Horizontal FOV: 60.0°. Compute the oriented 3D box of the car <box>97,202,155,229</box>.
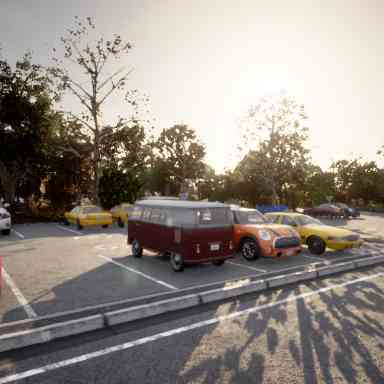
[{"bbox_3d":[-4.751,1.529,23.196,1.946,1.575,5.366,1,-1,-36],"label":"car"}]

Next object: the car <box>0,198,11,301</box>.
[{"bbox_3d":[-5.603,1.198,7.266,2.435,2.045,5.566,0,0,-36],"label":"car"}]

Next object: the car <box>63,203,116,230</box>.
[{"bbox_3d":[-6.911,1.498,21.642,1.946,1.575,5.366,1,0,-36],"label":"car"}]

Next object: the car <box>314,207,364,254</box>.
[{"bbox_3d":[4.374,1.558,14.193,1.946,1.575,5.366,1,-1,-36],"label":"car"}]

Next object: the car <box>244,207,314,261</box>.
[{"bbox_3d":[1.881,1.395,12.665,2.185,1.767,4.553,1,-1,-36],"label":"car"}]

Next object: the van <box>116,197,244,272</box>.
[{"bbox_3d":[-0.632,1.265,10.960,1.878,1.987,4.442,1,0,-36],"label":"van"}]

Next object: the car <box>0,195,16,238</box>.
[{"bbox_3d":[-11.424,1.205,18.130,2.435,2.045,5.566,0,0,-36],"label":"car"}]

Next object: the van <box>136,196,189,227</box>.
[{"bbox_3d":[-2.304,1.345,24.585,1.878,1.987,4.442,1,-1,-36],"label":"van"}]

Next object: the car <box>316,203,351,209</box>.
[{"bbox_3d":[14.513,2.115,36.798,2.002,1.452,4.674,2,-1,-36],"label":"car"}]
